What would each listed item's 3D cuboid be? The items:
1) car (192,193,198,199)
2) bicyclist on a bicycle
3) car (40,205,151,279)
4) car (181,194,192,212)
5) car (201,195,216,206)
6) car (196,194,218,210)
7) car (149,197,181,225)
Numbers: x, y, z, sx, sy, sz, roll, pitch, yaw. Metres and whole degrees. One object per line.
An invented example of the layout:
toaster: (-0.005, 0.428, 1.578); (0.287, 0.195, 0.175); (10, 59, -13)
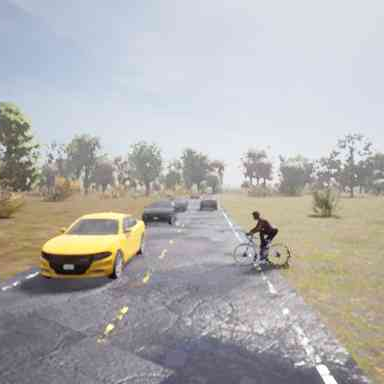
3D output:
car: (0.670, 0.876, 74.563); (1.882, 1.535, 5.008); (0, 0, 4)
bicyclist on a bicycle: (2.032, 1.382, 9.727); (1.656, 1.620, 0.582); (0, 0, 3)
car: (-2.682, 1.397, 10.045); (1.882, 1.535, 5.008); (0, 1, 3)
car: (-1.443, 1.229, 33.948); (2.128, 1.511, 4.902); (0, 0, 3)
car: (2.439, 1.170, 48.607); (2.033, 1.411, 5.357); (0, 0, 3)
car: (1.878, 1.206, 37.342); (2.128, 1.511, 4.902); (0, 0, 3)
car: (-2.057, 1.303, 22.391); (1.882, 1.535, 5.008); (0, 0, 3)
